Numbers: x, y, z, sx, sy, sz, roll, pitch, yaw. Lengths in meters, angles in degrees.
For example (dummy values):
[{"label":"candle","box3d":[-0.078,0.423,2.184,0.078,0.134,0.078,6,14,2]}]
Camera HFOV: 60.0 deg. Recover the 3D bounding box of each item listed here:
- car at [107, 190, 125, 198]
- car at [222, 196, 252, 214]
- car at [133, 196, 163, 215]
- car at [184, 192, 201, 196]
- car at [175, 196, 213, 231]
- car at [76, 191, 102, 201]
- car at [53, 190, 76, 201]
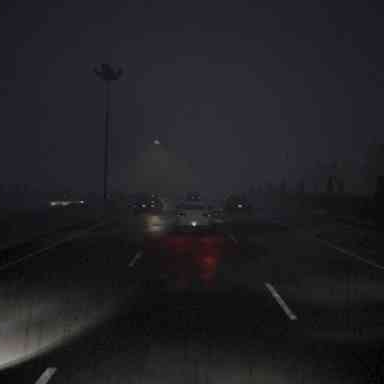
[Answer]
[{"label":"car","box3d":[-10.579,0.436,46.712,1.837,1.490,4.892,0,1,0]},{"label":"car","box3d":[3.602,0.979,26.972,1.994,1.385,4.181,0,1,0]},{"label":"car","box3d":[-3.398,0.983,26.102,2.033,1.411,5.357,0,1,0]},{"label":"car","box3d":[0.102,0.657,39.421,2.033,1.411,5.357,0,1,0]},{"label":"car","box3d":[0.101,1.170,17.586,1.812,1.442,4.674,0,1,0]},{"label":"car","box3d":[-14.077,0.501,46.475,1.994,1.385,4.181,0,1,0]},{"label":"car","box3d":[-17.577,0.417,46.365,1.882,1.535,5.008,0,1,0]}]
